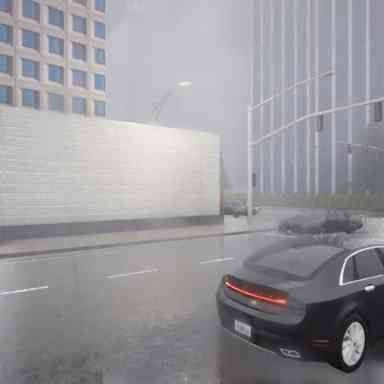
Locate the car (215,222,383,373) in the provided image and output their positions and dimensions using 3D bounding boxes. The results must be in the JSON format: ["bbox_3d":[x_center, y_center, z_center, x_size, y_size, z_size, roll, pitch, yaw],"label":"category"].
[{"bbox_3d":[2.636,1.505,5.676,4.892,1.490,1.837,0,0,-35],"label":"car"}]

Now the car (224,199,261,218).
[{"bbox_3d":[3.592,1.603,31.555,2.033,1.411,5.357,0,0,-36],"label":"car"}]

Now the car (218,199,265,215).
[{"bbox_3d":[5.157,1.547,35.386,2.128,1.511,4.902,0,0,-36],"label":"car"}]

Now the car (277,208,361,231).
[{"bbox_3d":[6.866,1.557,17.484,5.357,1.411,2.033,1,0,-36],"label":"car"}]
